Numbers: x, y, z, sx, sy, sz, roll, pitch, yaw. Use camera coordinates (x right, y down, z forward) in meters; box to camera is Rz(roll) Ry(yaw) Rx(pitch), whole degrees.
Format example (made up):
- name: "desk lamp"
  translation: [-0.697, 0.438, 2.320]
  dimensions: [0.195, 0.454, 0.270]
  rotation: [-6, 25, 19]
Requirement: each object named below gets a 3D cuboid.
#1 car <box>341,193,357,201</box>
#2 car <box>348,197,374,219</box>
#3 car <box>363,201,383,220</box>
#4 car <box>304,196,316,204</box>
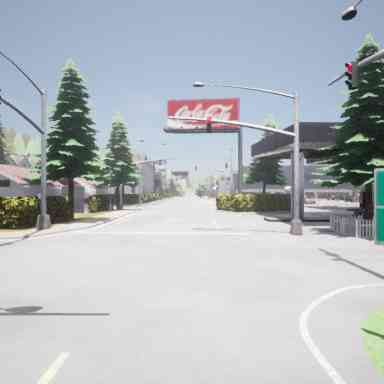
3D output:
- name: "car"
  translation: [34.737, 1.489, 71.931]
  dimensions: [2.007, 1.523, 4.514]
  rotation: [0, 0, 0]
- name: "car"
  translation: [14.310, 1.504, 25.024]
  dimensions: [3.866, 1.878, 1.905]
  rotation: [0, 0, 0]
- name: "car"
  translation: [18.623, 1.672, 30.704]
  dimensions: [4.611, 1.667, 2.242]
  rotation: [0, 0, 0]
- name: "car"
  translation: [22.351, 1.552, 64.110]
  dimensions: [1.970, 1.475, 3.806]
  rotation: [0, 0, 0]
